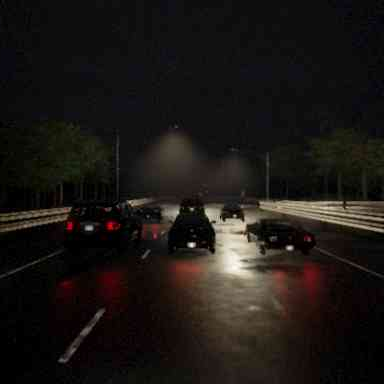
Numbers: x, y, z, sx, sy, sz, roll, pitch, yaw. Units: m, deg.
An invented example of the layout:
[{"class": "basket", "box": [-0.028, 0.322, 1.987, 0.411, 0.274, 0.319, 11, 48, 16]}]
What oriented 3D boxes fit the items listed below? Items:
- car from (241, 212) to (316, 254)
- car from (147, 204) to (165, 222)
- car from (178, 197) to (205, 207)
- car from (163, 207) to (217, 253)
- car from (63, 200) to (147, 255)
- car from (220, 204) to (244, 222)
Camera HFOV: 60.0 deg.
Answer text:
[{"class": "car", "box": [3.499, 1.734, 14.110, 1.895, 1.301, 4.718, 0, 0, 0]}, {"class": "car", "box": [-3.504, 1.761, 29.295, 2.128, 1.511, 4.902, 0, 0, 0]}, {"class": "car", "box": [-0.007, 1.483, 29.013, 2.150, 2.045, 5.566, 0, 0, 0]}, {"class": "car", "box": [0.001, 1.643, 14.282, 1.837, 1.490, 4.892, 0, 0, 0]}, {"class": "car", "box": [-3.503, 1.348, 14.020, 2.150, 2.045, 5.566, 0, 0, 0]}, {"class": "car", "box": [3.498, 1.794, 29.378, 1.812, 1.442, 4.674, 0, 0, 0]}]
